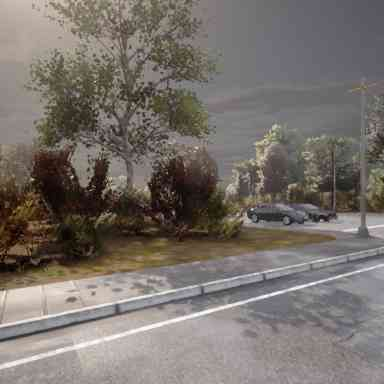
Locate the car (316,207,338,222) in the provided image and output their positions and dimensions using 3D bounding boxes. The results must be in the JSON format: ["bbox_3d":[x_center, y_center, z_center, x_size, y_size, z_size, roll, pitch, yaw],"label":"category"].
[{"bbox_3d":[8.988,1.640,27.145,2.033,1.411,5.357,0,-1,-39],"label":"car"}]

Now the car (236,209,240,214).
[{"bbox_3d":[2.361,1.468,34.888,2.150,2.045,5.566,0,-1,-43],"label":"car"}]

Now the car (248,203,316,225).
[{"bbox_3d":[6.328,1.596,24.820,1.837,1.490,4.892,0,-1,-39],"label":"car"}]
